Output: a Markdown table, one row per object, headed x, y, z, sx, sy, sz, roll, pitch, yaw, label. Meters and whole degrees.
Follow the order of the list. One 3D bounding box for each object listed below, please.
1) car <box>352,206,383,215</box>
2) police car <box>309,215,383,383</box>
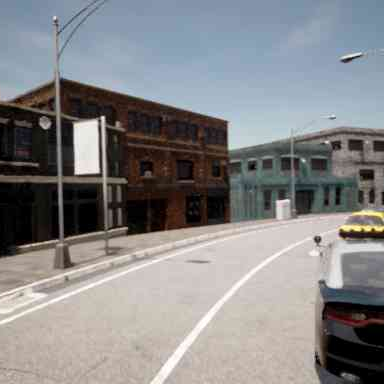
| x | y | z | sx | sy | sz | roll | pitch | yaw | label |
| --- | --- | --- | --- | --- | --- | --- | --- | --- | --- |
| 7.409 | 1.478 | 13.907 | 1.801 | 1.575 | 5.366 | -1 | -1 | 34 | car |
| 3.054 | 1.430 | 5.568 | 1.930 | 1.638 | 5.238 | -1 | -1 | 21 | police car |
